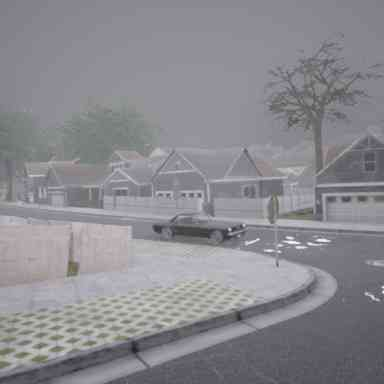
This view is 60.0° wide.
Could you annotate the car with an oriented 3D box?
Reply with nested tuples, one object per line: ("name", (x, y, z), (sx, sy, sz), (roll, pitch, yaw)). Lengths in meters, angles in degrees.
("car", (0.352, 1.740, 16.787), (4.718, 1.301, 1.895), (0, 3, 35))
